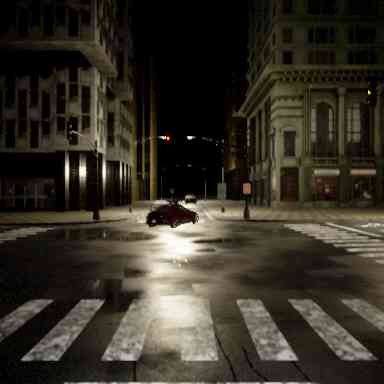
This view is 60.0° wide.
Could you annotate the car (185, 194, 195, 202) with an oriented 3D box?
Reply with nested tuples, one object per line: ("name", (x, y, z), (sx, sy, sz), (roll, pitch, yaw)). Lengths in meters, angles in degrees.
("car", (-0.400, 1.287, 73.702), (2.097, 1.767, 4.553), (0, 0, 0))

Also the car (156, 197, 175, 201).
("car", (-3.193, 1.542, 34.100), (2.033, 1.411, 5.357), (0, 0, 0))

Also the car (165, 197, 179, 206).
("car", (-3.265, 1.534, 54.224), (1.994, 1.385, 4.181), (0, 0, 0))

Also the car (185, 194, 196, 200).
("car", (-0.206, 1.521, 61.835), (1.994, 1.385, 4.181), (0, 0, -1))

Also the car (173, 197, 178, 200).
("car", (-3.261, 1.532, 44.165), (2.033, 1.411, 5.357), (0, 0, -1))

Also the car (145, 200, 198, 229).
("car", (-1.236, 1.528, 21.697), (1.812, 1.442, 4.674), (0, 0, 26))
